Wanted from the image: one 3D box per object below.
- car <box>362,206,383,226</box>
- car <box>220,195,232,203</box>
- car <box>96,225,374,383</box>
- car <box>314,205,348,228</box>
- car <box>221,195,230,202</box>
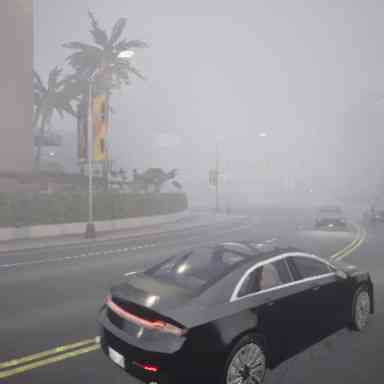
[{"bbox_3d":[13.387,1.656,23.587,1.895,1.301,4.718,0,0,19],"label":"car"},{"bbox_3d":[8.464,1.788,80.105,2.097,1.535,5.008,0,0,3],"label":"car"},{"bbox_3d":[1.036,1.511,5.070,4.902,1.511,2.128,0,0,-41],"label":"car"},{"bbox_3d":[9.263,1.612,22.220,2.033,1.411,5.357,0,0,23],"label":"car"},{"bbox_3d":[8.698,1.688,86.528,2.185,1.767,4.553,0,0,3],"label":"car"}]
